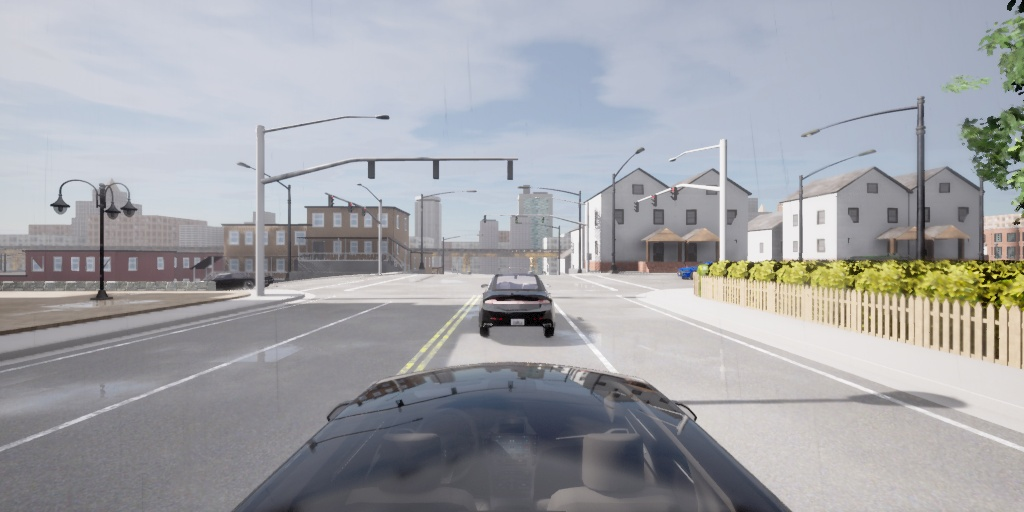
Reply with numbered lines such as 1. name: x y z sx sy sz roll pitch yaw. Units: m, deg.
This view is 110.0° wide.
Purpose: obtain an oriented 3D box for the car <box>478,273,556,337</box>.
1. car: 0.114 1.242 10.311 2.128 1.511 4.902 0 0 0

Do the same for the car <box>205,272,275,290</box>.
1. car: -20.153 1.858 26.187 4.718 1.301 1.895 -4 0 -1

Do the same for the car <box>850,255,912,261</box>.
1. car: 28.242 0.971 26.801 5.566 2.045 2.150 0 0 -1

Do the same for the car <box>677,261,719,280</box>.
1. car: 16.655 1.228 30.356 5.008 1.535 1.882 0 0 -1
